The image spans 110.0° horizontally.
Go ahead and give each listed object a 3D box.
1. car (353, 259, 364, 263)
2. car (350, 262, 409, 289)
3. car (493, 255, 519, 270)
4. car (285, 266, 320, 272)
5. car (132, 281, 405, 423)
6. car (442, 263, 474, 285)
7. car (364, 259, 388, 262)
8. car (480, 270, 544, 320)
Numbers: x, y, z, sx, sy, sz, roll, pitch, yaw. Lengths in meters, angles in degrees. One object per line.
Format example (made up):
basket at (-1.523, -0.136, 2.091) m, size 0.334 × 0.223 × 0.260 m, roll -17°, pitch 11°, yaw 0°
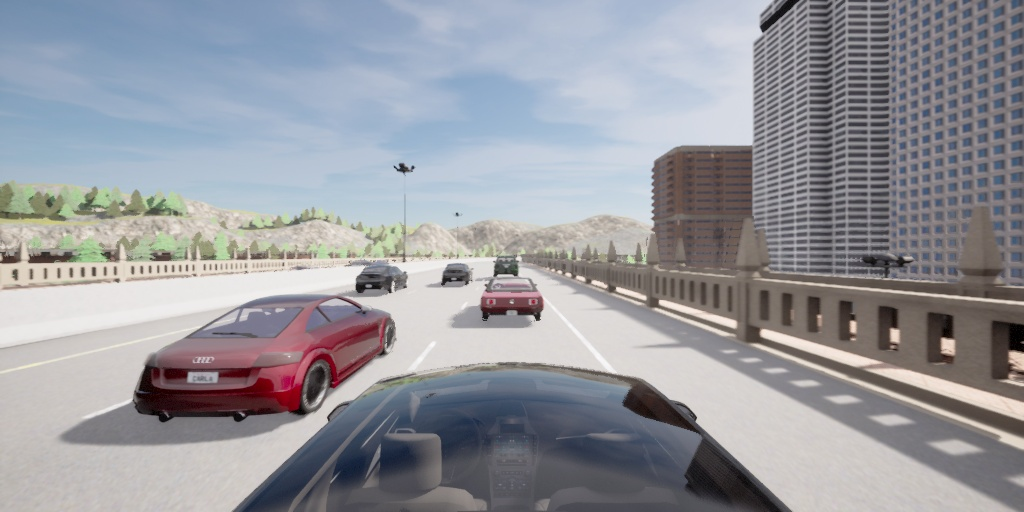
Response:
car at (-22.193, 1.255, 52.926) m, size 2.128 × 1.511 × 4.902 m, roll 0°, pitch 0°, yaw -1°
car at (-7.231, 1.259, 20.366) m, size 1.837 × 1.490 × 4.892 m, roll 0°, pitch 0°, yaw -1°
car at (-0.534, 0.973, 32.210) m, size 2.150 × 2.045 × 5.566 m, roll 0°, pitch 0°, yaw -2°
car at (-14.525, 1.358, 24.637) m, size 1.895 × 1.301 × 4.718 m, roll 0°, pitch 0°, yaw -1°
car at (-3.446, 1.316, 5.979) m, size 1.994 × 1.385 × 4.181 m, roll 0°, pitch 0°, yaw -1°
car at (-3.870, 1.257, 25.886) m, size 1.837 × 1.490 × 4.892 m, roll 0°, pitch 0°, yaw -1°
car at (-18.637, 1.308, 50.872) m, size 2.033 × 1.411 × 5.357 m, roll 0°, pitch 0°, yaw -1°
car at (-0.044, 1.351, 12.549) m, size 1.895 × 1.301 × 4.718 m, roll 0°, pitch 0°, yaw -1°
